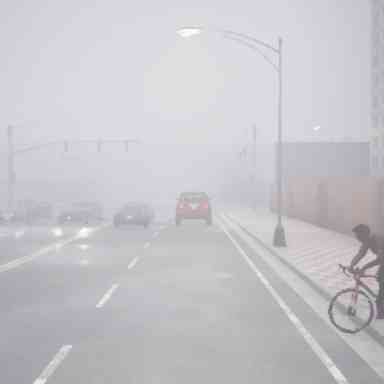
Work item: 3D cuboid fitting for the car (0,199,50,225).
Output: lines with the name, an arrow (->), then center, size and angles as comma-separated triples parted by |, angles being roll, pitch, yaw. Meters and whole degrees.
car -> -10.509, 1.211, 21.397 | 2.128, 1.511, 4.902 | 0, 1, 0

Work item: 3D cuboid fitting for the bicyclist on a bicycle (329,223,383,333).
bicyclist on a bicycle -> 2.822, 1.277, 5.031 | 1.656, 1.620, 0.582 | -8, 1, 0

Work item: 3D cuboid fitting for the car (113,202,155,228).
car -> -3.404, 1.300, 20.094 | 1.994, 1.385, 4.181 | 0, 1, 0

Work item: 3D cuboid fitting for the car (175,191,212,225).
car -> 0.096, 0.941, 21.435 | 2.150, 2.045, 5.566 | 0, 1, 0

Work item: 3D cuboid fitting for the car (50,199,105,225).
car -> -7.009, 1.229, 21.392 | 1.837, 1.490, 4.892 | 0, 0, 0
